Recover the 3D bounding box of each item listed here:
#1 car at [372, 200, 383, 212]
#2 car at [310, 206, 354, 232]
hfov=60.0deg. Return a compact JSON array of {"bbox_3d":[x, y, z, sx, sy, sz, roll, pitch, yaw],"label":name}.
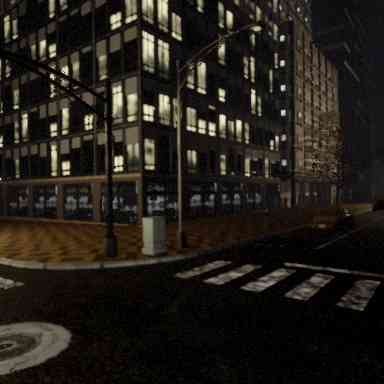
[{"bbox_3d":[22.127,1.568,38.482,1.947,1.339,4.313,-1,-1,37],"label":"car"},{"bbox_3d":[8.585,1.553,20.234,1.752,1.417,4.829,-1,-1,37],"label":"car"}]
